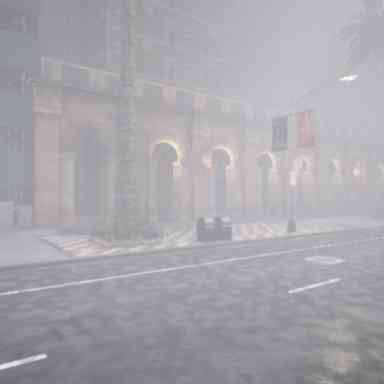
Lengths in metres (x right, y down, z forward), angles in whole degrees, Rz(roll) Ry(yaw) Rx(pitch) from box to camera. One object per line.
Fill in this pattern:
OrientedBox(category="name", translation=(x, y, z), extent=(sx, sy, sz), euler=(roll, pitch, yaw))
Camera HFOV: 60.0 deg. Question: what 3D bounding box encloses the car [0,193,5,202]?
OrientedBox(category="car", translation=(-15.939, 1.032, 22.982), extent=(5.566, 2.045, 2.435), euler=(1, 0, -36))
